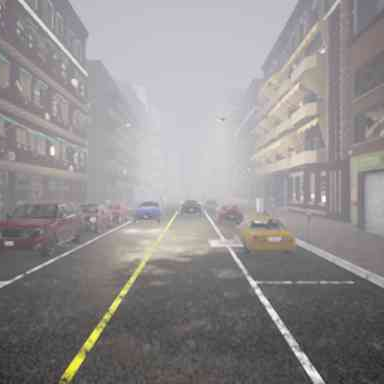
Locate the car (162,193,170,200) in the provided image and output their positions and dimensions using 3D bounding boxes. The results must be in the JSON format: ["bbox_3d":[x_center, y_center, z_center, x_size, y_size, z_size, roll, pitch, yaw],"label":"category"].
[{"bbox_3d":[-5.826,1.382,63.627,2.008,1.369,4.403,0,0,0],"label":"car"}]

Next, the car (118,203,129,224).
[{"bbox_3d":[-5.741,1.482,24.175,1.887,1.381,4.507,0,0,0],"label":"car"}]

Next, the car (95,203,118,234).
[{"bbox_3d":[-5.729,1.392,18.537,1.967,1.590,4.097,0,0,0],"label":"car"}]

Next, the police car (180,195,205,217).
[{"bbox_3d":[-0.066,1.266,30.137,1.930,1.638,5.238,0,0,0],"label":"police car"}]

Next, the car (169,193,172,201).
[{"bbox_3d":[-5.839,1.367,69.264,2.008,1.369,4.403,0,0,0],"label":"car"}]

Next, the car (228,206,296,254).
[{"bbox_3d":[2.663,1.492,13.086,1.752,1.417,4.829,0,0,0],"label":"car"}]

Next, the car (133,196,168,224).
[{"bbox_3d":[-3.054,1.333,24.365,1.882,1.535,5.008,0,0,0],"label":"car"}]

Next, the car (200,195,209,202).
[{"bbox_3d":[2.542,1.342,69.448,1.752,1.417,4.829,0,0,0],"label":"car"}]

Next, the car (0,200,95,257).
[{"bbox_3d":[-5.716,1.281,12.902,2.192,1.841,5.009,0,0,0],"label":"car"}]

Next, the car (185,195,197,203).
[{"bbox_3d":[-0.131,1.264,60.750,2.163,1.488,4.792,0,0,0],"label":"car"}]

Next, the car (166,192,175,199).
[{"bbox_3d":[-5.886,1.069,91.809,2.192,1.841,5.009,0,0,0],"label":"car"}]

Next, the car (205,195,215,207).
[{"bbox_3d":[2.591,1.429,46.733,2.008,1.369,4.403,0,0,0],"label":"car"}]

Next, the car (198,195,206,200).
[{"bbox_3d":[2.505,1.352,86.187,1.802,1.307,4.206,0,0,0],"label":"car"}]

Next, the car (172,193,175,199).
[{"bbox_3d":[-5.863,1.329,80.536,1.887,1.381,4.507,0,0,0],"label":"car"}]

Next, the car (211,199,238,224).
[{"bbox_3d":[2.639,1.482,24.189,1.887,1.381,4.507,0,0,0],"label":"car"}]

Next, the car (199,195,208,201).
[{"bbox_3d":[2.530,1.367,74.914,1.947,1.339,4.313,0,0,0],"label":"car"}]
